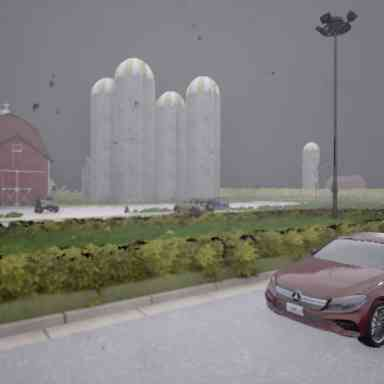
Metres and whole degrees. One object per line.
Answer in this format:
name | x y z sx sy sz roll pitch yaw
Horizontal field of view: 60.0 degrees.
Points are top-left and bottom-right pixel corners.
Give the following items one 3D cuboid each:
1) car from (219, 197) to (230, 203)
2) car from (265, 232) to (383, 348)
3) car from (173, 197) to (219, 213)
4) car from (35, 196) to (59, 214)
car | 3.707 1.611 50.500 2.242 1.667 4.611 0 0 -36
car | 3.484 1.552 6.451 4.674 1.442 1.812 0 0 -35
car | 0.118 1.385 31.547 1.932 1.855 4.605 0 0 -36
car | -15.906 1.348 36.316 1.905 1.878 3.866 0 0 -36
